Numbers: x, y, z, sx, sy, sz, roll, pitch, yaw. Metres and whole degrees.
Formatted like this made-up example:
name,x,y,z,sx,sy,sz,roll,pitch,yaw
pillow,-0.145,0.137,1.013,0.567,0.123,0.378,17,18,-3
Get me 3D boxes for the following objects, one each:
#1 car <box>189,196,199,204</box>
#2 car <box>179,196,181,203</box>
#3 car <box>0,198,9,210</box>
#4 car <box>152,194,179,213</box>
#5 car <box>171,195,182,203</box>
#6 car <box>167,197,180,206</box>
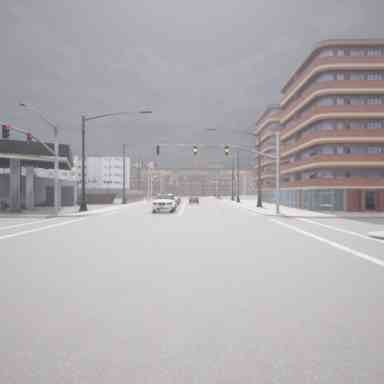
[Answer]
name,x,y,z,sx,sy,sz,roll,pitch,yaw
car,0.344,1.490,63.768,2.128,1.511,4.902,0,0,0
car,-3.102,1.546,47.406,2.033,1.411,5.357,0,0,0
car,-23.944,1.455,39.459,3.806,1.475,1.970,0,0,1
car,-3.038,1.221,37.110,2.150,2.045,5.566,0,0,2
car,-3.183,1.490,68.049,2.128,1.511,4.902,0,0,0
car,-3.118,1.546,57.720,2.033,1.411,5.357,0,0,0
